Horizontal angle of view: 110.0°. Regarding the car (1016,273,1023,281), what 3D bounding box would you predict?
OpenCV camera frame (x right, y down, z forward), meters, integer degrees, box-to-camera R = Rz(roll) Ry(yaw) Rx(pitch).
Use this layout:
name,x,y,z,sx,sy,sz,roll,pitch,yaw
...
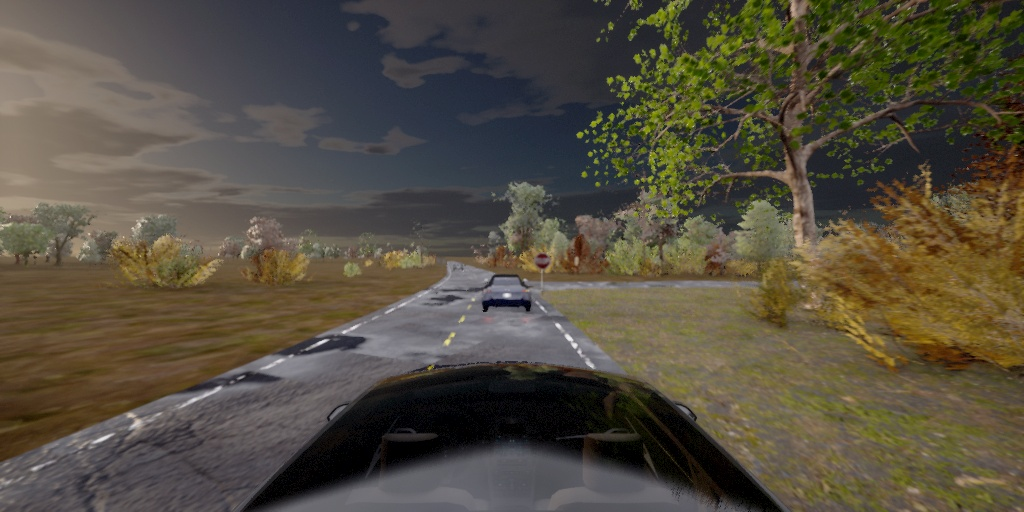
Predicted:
name,x,y,z,sx,sy,sz,roll,pitch,yaw
car,51.170,1.746,34.372,4.181,1.385,1.994,0,-1,-9

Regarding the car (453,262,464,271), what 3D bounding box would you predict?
name,x,y,z,sx,sy,sz,roll,pitch,yaw
car,-9.552,1.870,63.855,2.128,1.511,4.902,0,-1,-10

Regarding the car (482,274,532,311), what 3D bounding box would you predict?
name,x,y,z,sx,sy,sz,roll,pitch,yaw
car,-0.264,1.456,15.379,1.994,1.385,4.181,0,-1,-2

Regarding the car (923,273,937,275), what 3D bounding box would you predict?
name,x,y,z,sx,sy,sz,roll,pitch,yaw
car,38.262,1.703,32.263,4.181,1.385,1.994,0,-1,-9
